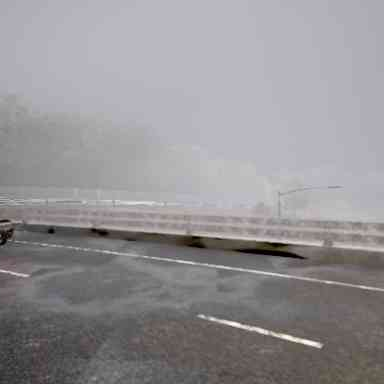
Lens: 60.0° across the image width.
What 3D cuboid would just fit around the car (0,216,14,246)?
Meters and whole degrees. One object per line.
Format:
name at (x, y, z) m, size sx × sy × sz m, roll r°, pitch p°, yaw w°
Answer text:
car at (-9.409, 1.445, 13.537) m, size 4.902 × 1.511 × 2.128 m, roll 0°, pitch 0°, yaw 28°
